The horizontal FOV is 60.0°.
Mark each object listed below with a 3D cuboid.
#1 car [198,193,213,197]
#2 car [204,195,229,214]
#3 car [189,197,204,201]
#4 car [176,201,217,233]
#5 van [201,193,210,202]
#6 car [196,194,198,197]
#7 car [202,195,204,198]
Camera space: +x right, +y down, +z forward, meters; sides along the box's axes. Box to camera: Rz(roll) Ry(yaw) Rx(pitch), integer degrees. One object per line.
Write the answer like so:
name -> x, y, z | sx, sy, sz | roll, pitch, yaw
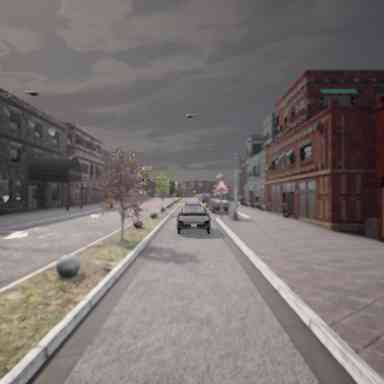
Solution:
car -> 2.978, 1.175, 63.009 | 2.435, 2.045, 5.566 | 0, 0, 0
car -> 2.984, 1.471, 41.011 | 2.231, 1.521, 4.892 | 0, 0, 0
car -> 0.081, 1.594, 37.998 | 1.895, 1.301, 4.718 | 0, 0, 0
car -> 0.094, 1.498, 19.510 | 2.128, 1.511, 4.902 | 0, 0, 0
van -> 2.975, 1.194, 74.140 | 1.878, 1.987, 4.442 | 0, 0, 0
car -> 2.969, 1.323, 90.554 | 2.185, 1.767, 4.553 | 0, 0, 0
car -> 2.982, 1.490, 46.569 | 2.163, 1.488, 4.792 | 0, 0, 0
